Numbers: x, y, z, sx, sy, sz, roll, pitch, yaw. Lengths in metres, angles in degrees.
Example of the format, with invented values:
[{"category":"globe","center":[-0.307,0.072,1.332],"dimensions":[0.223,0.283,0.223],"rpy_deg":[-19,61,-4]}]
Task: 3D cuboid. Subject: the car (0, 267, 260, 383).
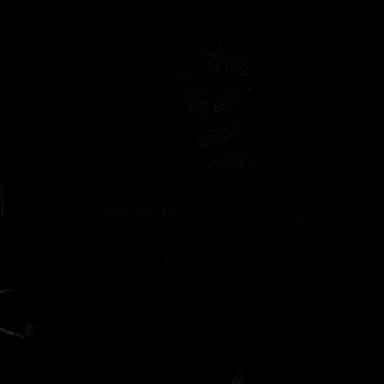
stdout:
[{"category":"car","center":[-1.368,1.566,3.799],"dimensions":[4.313,1.339,1.947],"rpy_deg":[0,-1,36]}]
